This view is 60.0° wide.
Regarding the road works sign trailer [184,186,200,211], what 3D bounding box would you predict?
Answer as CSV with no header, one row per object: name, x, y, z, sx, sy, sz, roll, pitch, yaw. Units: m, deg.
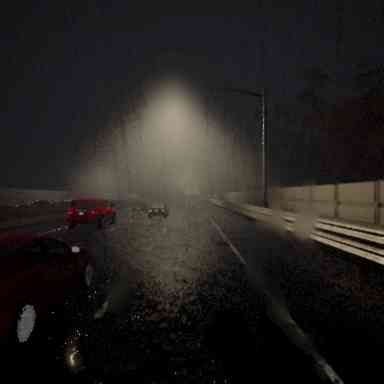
road works sign trailer,-0.005,0.942,49.989,2.380,3.560,2.880,0,-1,0

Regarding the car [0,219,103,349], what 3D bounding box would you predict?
car,-3.398,1.536,6.376,1.882,1.535,5.008,0,0,0

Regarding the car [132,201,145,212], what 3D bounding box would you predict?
car,-6.903,1.953,45.184,1.812,1.442,4.674,0,0,0

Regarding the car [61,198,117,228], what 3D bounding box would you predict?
car,-6.899,1.437,23.381,2.150,2.045,5.566,0,0,0

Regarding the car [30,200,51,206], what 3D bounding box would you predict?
car,-24.532,2.043,54.034,1.812,1.442,4.674,0,-1,1

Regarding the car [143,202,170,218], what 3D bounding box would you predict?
car,-3.401,1.869,34.479,2.033,1.411,5.357,0,-1,0
